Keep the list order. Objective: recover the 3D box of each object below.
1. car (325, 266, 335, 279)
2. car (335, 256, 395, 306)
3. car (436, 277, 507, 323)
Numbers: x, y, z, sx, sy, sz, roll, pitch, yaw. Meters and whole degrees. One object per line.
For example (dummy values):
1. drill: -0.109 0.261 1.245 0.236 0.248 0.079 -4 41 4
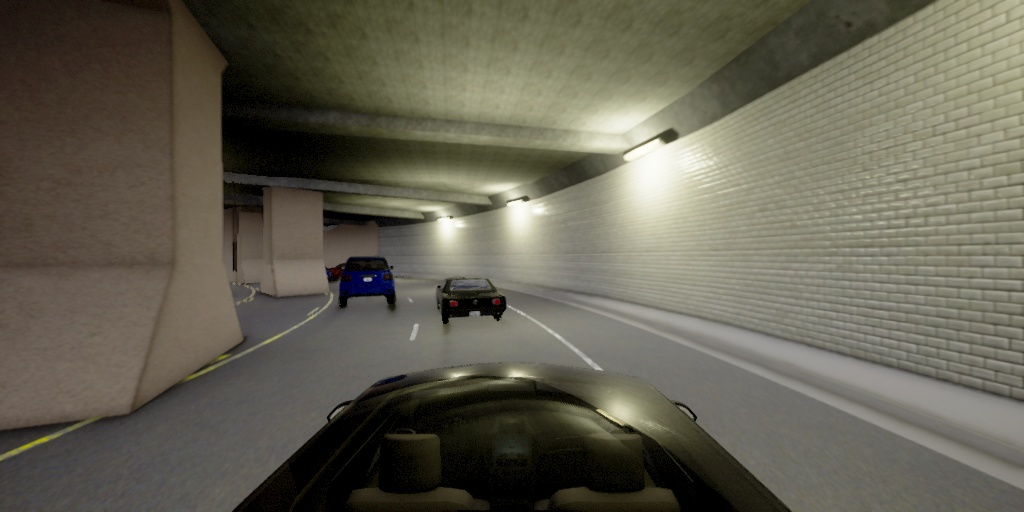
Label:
1. car: -17.915 1.390 31.721 5.008 1.535 1.882 -1 0 41
2. car: -6.699 1.032 16.629 2.150 2.045 5.566 0 0 -22
3. car: -1.598 1.364 12.337 1.895 1.301 4.718 -1 0 -14
